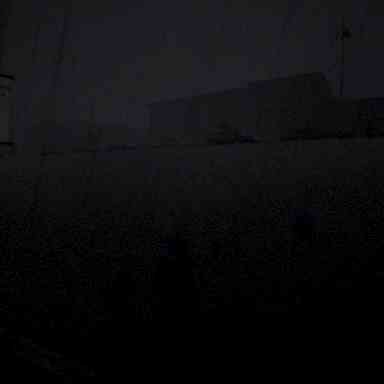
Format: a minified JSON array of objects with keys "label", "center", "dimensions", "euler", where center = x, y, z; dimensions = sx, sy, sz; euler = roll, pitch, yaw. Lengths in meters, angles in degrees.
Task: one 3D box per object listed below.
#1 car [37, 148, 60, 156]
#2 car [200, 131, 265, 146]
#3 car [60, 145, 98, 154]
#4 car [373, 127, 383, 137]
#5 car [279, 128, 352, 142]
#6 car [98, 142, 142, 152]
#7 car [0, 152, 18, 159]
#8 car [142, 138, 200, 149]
[{"label":"car","center":[-15.342,-4.172,37.209],"dimensions":[4.892,1.521,2.231],"euler":[1,1,34]},{"label":"car","center":[3.337,-3.842,25.337],"dimensions":[4.553,1.767,2.185],"euler":[1,1,31]},{"label":"car","center":[-10.775,-4.074,34.109],"dimensions":[4.892,1.521,2.231],"euler":[1,1,34]},{"label":"car","center":[13.193,-3.432,19.930],"dimensions":[4.674,1.452,2.002],"euler":[1,1,28]},{"label":"car","center":[8.330,-3.562,22.537],"dimensions":[4.792,1.488,2.163],"euler":[1,1,29]},{"label":"car","center":[-6.129,-3.919,31.081],"dimensions":[4.674,1.452,2.002],"euler":[1,1,33]},{"label":"car","center":[-24.383,-4.468,43.366],"dimensions":[4.553,1.767,2.185],"euler":[1,1,34]},{"label":"car","center":[-1.417,-3.837,28.153],"dimensions":[5.008,1.535,2.097],"euler":[1,1,32]}]
